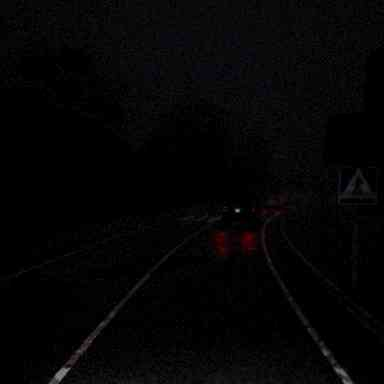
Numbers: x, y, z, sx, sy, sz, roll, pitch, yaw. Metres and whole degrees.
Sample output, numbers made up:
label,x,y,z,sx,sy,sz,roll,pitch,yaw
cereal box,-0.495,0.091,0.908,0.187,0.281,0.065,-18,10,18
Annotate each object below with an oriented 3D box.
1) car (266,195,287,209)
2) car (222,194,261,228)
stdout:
label,x,y,z,sx,sy,sz,roll,pitch,yaw
car,10.484,1.196,40.820,1.801,1.575,5.366,2,2,26
car,3.433,1.184,22.649,2.150,2.045,5.566,1,1,15
